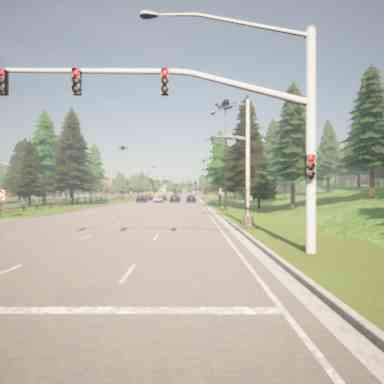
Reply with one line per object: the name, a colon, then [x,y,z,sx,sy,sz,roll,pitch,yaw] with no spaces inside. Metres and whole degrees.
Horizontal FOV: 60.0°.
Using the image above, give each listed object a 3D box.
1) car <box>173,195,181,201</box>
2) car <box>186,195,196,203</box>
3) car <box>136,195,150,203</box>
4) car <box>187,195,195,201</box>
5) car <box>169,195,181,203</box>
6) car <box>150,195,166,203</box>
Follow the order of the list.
car: [-3.691,1.375,80.984,1.812,1.442,4.674,0,0,0]
car: [-0.168,1.363,70.926,2.097,1.767,4.553,0,0,0]
car: [-10.667,1.508,70.547,1.837,1.490,4.892,0,0,0]
car: [-0.191,1.403,80.992,1.994,1.385,4.181,0,0,0]
car: [-3.668,1.364,70.950,2.097,1.767,4.553,0,0,0]
car: [-7.168,1.604,71.002,1.895,1.301,4.718,0,0,0]
